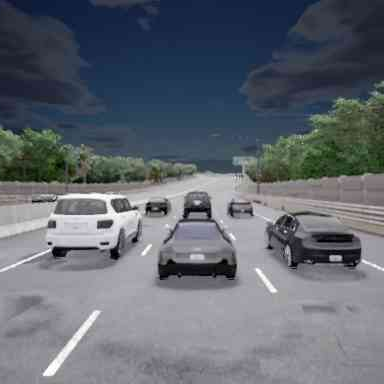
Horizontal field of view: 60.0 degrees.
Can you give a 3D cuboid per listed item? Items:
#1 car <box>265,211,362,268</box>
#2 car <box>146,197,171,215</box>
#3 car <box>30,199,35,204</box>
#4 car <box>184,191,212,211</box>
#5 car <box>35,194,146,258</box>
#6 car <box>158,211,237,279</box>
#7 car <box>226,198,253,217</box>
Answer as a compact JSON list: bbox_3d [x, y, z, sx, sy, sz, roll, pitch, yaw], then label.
[{"bbox_3d":[3.662,1.394,10.817,1.837,1.490,4.892,0,1,1],"label":"car"},{"bbox_3d":[-2.953,1.190,29.890,1.882,1.535,5.008,0,1,2],"label":"car"},{"bbox_3d":[-20.103,1.157,45.518,1.895,1.301,4.718,0,1,3],"label":"car"},{"bbox_3d":[0.478,0.958,27.401,2.150,2.045,5.566,0,0,2],"label":"car"},{"bbox_3d":[-3.314,1.093,12.285,2.150,2.045,5.566,0,0,1],"label":"car"},{"bbox_3d":[0.148,1.462,9.719,1.994,1.385,4.181,0,1,1],"label":"car"},{"bbox_3d":[4.000,1.224,28.202,2.128,1.511,4.902,0,1,2],"label":"car"}]
